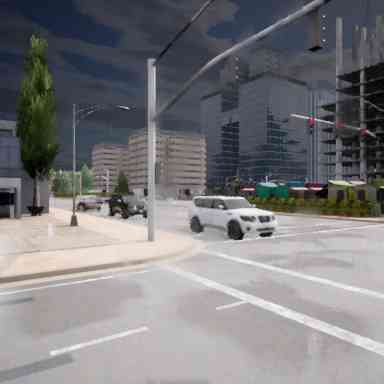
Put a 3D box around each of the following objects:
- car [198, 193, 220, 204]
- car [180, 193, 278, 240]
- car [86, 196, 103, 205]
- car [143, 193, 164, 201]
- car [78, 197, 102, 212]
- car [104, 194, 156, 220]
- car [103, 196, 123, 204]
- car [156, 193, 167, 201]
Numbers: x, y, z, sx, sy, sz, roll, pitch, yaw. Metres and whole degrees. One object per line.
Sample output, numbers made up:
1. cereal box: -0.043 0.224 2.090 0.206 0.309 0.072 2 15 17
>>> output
1. car: 3.240 1.156 62.439 3.866 1.878 1.905 0 0 -34
2. car: 1.886 1.223 17.450 2.150 2.045 5.566 0 0 -33
3. car: -18.287 1.564 62.235 1.994 1.385 4.181 0 0 -33
4. car: -9.384 1.153 81.086 4.605 1.855 1.932 0 0 -34
5. car: -12.223 1.526 39.455 1.812 1.442 4.674 0 0 -32
6. car: -5.588 1.221 29.099 2.150 2.045 5.566 0 0 -33
7. car: -15.330 1.547 64.133 2.033 1.411 5.357 0 0 -34
8. car: -7.805 1.156 78.660 3.866 1.878 1.905 0 0 -34
